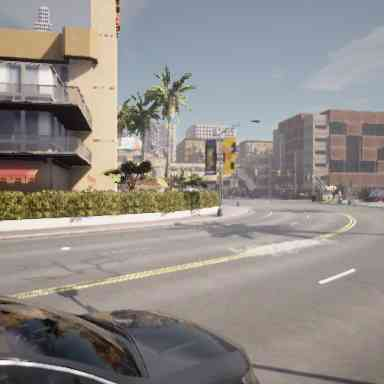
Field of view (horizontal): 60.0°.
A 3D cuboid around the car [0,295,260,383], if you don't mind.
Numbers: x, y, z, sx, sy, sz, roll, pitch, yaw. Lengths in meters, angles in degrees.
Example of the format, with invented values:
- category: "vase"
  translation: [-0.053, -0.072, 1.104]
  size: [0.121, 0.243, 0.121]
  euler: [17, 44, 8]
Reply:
- category: "car"
  translation: [-1.641, 1.501, 2.109]
  size: [4.892, 1.490, 1.837]
  euler: [0, 0, -36]

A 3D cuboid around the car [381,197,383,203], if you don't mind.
- category: "car"
  translation: [36.845, 1.216, 67.530]
  size: [2.185, 1.767, 4.553]
  euler: [0, 0, -11]
